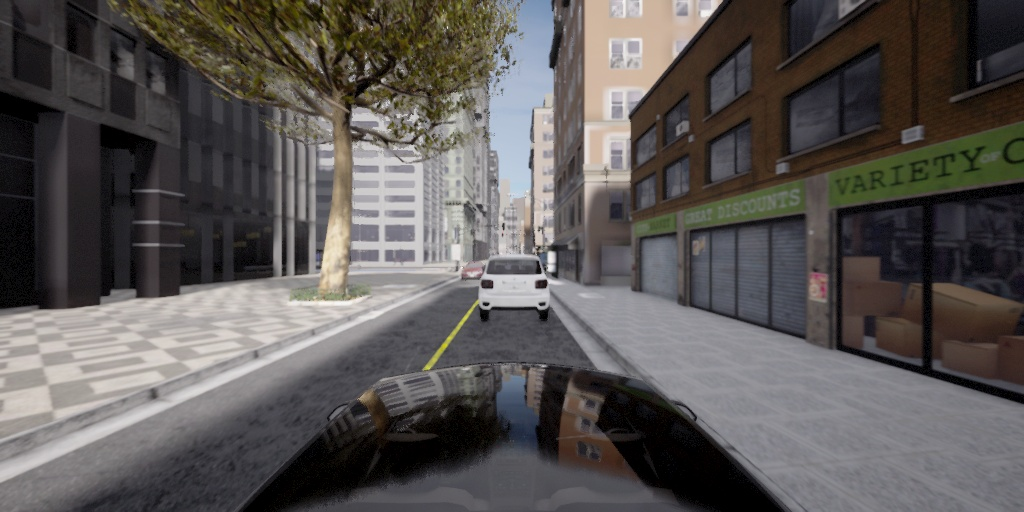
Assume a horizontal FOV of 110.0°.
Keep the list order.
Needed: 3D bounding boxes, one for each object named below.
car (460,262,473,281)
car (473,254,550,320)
[{"bbox_3d":[-3.071,1.237,29.882,1.812,1.442,4.674,0,0,0],"label":"car"},{"bbox_3d":[0.076,0.959,12.777,2.150,2.045,5.566,0,0,0],"label":"car"}]
